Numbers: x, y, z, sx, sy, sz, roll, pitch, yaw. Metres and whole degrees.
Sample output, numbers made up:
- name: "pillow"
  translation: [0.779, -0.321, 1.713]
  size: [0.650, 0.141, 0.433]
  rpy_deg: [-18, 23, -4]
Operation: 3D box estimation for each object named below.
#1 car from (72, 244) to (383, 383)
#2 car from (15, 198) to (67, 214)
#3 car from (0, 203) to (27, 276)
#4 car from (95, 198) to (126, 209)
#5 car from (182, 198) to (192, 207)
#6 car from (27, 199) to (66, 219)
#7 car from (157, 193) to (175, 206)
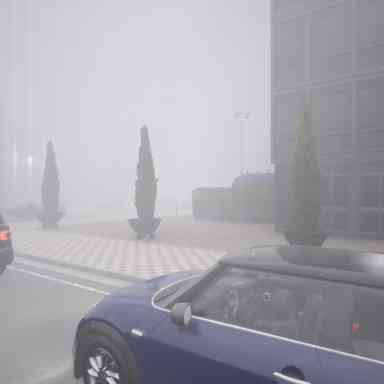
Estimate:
- name: "car"
  translation: [0.827, 1.352, 3.404]
  size: [4.553, 1.767, 2.097]
  rpy_deg: [0, 0, 36]
- name: "car"
  translation: [-16.776, 1.491, 37.202]
  size: [2.128, 1.511, 4.902]
  rpy_deg: [0, 0, 35]
- name: "car"
  translation: [-7.033, 1.222, 8.995]
  size: [5.566, 2.045, 2.150]
  rpy_deg: [0, 0, 36]
- name: "car"
  translation: [-11.073, 1.564, 45.336]
  size: [1.994, 1.385, 4.181]
  rpy_deg: [0, 0, 35]
- name: "car"
  translation: [0.414, 1.564, 49.193]
  size: [1.994, 1.385, 4.181]
  rpy_deg: [0, 0, 35]
- name: "car"
  translation: [-13.569, 1.601, 29.225]
  size: [1.895, 1.301, 4.718]
  rpy_deg: [0, 0, 35]
- name: "car"
  translation: [-4.982, 1.221, 54.013]
  size: [2.150, 2.045, 5.566]
  rpy_deg: [0, 0, 35]
